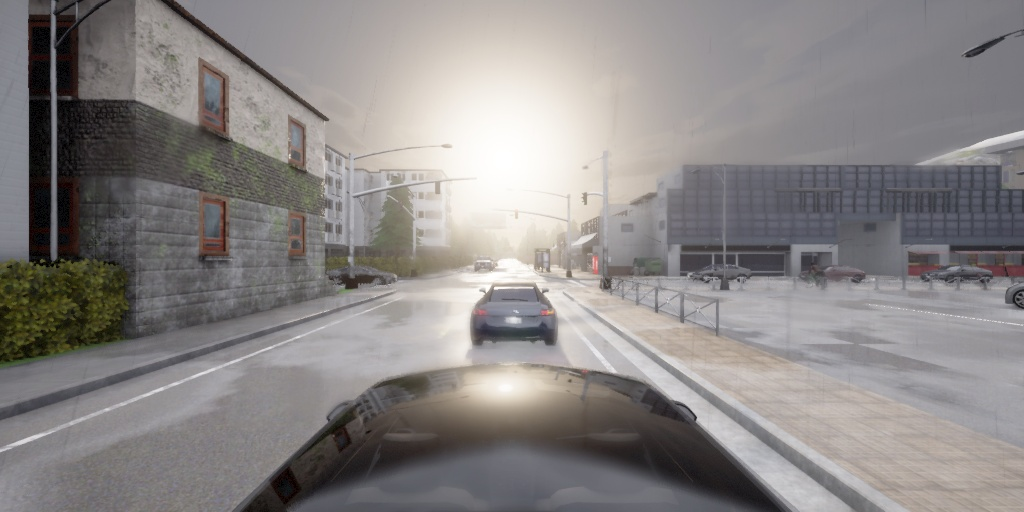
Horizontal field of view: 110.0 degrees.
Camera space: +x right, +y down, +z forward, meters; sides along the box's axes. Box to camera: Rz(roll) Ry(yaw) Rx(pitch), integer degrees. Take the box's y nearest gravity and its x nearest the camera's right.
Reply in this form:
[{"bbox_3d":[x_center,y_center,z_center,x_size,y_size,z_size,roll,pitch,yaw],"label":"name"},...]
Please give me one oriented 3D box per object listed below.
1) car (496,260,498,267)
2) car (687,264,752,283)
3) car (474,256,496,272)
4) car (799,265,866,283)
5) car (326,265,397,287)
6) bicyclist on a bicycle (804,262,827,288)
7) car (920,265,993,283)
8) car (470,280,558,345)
[{"bbox_3d":[-3.647,1.351,56.983,1.895,1.301,4.718,0,0,0],"label":"car"},{"bbox_3d":[17.037,1.417,29.569,4.902,1.511,2.128,0,0,0],"label":"car"},{"bbox_3d":[-3.647,0.972,47.090,2.150,2.045,5.566,0,0,0],"label":"car"},{"bbox_3d":[26.402,1.452,29.597,4.674,1.442,1.812,0,0,0],"label":"car"},{"bbox_3d":[-10.788,1.416,25.766,4.902,1.511,2.128,0,0,0],"label":"car"},{"bbox_3d":[18.692,1.227,22.092,0.582,1.620,1.656,0,0,0],"label":"bicyclist on a bicycle"},{"bbox_3d":[36.712,1.452,29.617,4.674,1.442,1.812,0,0,0],"label":"car"},{"bbox_3d":[0.054,1.314,9.473,1.994,1.385,4.181,0,0,0],"label":"car"}]
